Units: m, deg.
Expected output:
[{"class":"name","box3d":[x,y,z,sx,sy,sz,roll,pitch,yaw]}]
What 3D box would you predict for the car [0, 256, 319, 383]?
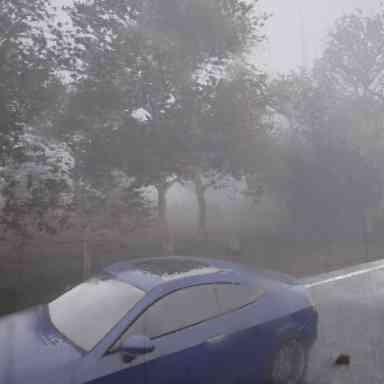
[{"class":"car","box3d":[-0.493,1.528,3.640,4.674,1.442,1.812,0,0,-35]}]
